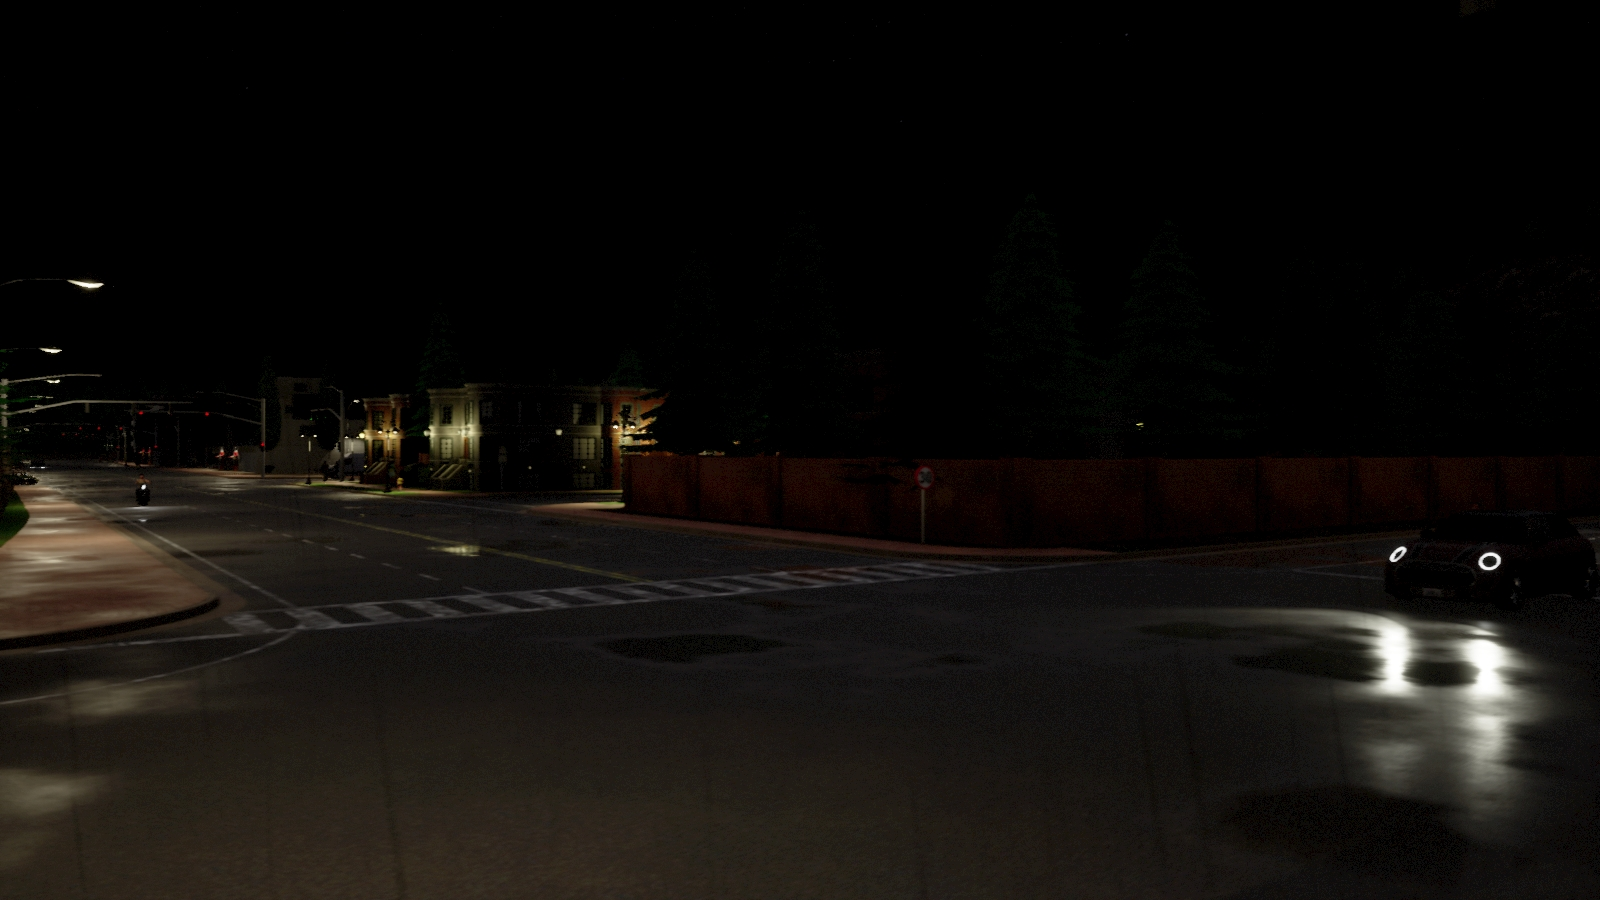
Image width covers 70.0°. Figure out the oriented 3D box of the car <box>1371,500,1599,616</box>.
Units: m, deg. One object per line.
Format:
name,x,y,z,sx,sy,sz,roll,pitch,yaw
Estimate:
car,12.932,1.916,21.407,4.553,1.767,2.097,0,0,-35
